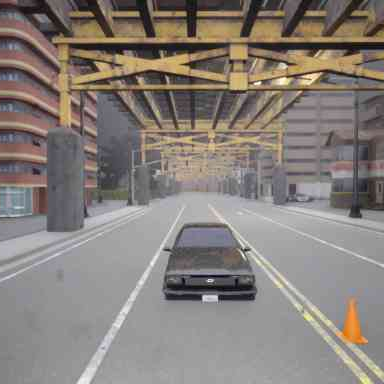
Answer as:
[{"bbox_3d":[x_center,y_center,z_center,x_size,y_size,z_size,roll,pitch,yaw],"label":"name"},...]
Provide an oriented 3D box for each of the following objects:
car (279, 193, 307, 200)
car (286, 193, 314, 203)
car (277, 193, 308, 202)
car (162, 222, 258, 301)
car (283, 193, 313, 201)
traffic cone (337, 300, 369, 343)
[{"bbox_3d":[17.878,0.801,58.946,4.536,1.218,1.853,0,1,25],"label":"car"},{"bbox_3d":[17.481,1.006,54.813,4.974,1.542,2.038,0,1,-20],"label":"car"},{"bbox_3d":[17.830,0.959,58.970,4.974,1.542,2.038,0,1,25],"label":"car"},{"bbox_3d":[0.364,1.533,8.705,2.033,1.411,5.357,0,0,1],"label":"car"},{"bbox_3d":[17.530,0.848,54.829,4.536,1.218,1.853,0,1,-20],"label":"car"},{"bbox_3d":[2.455,1.949,5.097,0.340,0.580,0.340,0,0,0],"label":"traffic cone"}]
